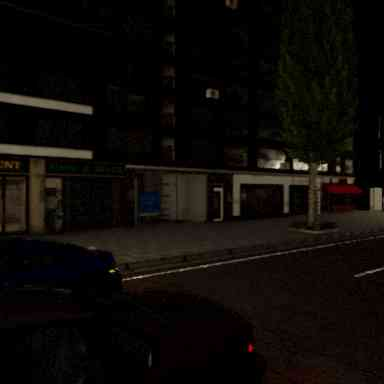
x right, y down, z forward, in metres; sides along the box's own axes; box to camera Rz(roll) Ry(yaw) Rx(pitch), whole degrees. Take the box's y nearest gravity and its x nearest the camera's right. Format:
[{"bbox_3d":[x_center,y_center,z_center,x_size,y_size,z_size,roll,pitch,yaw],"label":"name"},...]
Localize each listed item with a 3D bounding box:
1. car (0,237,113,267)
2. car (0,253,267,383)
[{"bbox_3d":[-3.417,1.499,5.262,4.674,1.442,1.812,0,0,-36],"label":"car"},{"bbox_3d":[-1.817,1.534,2.408,5.357,1.411,2.033,0,0,-36],"label":"car"}]
